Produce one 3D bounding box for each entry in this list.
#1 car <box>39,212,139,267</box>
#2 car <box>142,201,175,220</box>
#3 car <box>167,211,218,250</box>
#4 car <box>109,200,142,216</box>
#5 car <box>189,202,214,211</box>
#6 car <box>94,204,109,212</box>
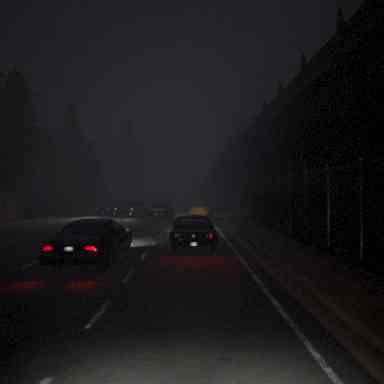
[{"bbox_3d":[-3.427,1.658,11.759,2.033,1.411,5.357,0,-1,0],"label":"car"},{"bbox_3d":[-2.810,1.782,31.625,2.128,1.511,4.902,0,-1,8],"label":"car"},{"bbox_3d":[0.067,1.739,15.059,1.895,1.301,4.718,0,-1,0],"label":"car"},{"bbox_3d":[-6.125,1.663,33.612,2.097,1.767,4.553,0,-1,13],"label":"car"},{"bbox_3d":[1.012,1.779,33.146,1.882,1.535,5.008,-1,-1,11],"label":"car"},{"bbox_3d":[-8.900,1.946,37.232,1.895,1.301,4.718,0,-1,16],"label":"car"}]
